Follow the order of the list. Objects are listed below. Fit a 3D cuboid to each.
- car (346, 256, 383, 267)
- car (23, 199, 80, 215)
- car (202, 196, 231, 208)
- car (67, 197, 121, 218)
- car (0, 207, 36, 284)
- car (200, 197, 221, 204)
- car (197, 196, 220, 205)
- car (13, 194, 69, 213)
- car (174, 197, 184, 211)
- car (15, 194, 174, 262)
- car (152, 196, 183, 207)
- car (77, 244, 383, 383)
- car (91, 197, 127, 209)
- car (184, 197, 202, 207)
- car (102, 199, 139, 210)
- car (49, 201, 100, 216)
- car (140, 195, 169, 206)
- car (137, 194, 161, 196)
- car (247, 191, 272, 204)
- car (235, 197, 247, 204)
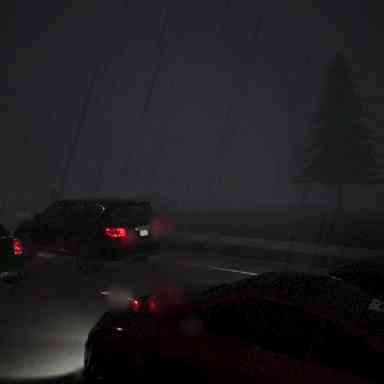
[{"bbox_3d":[4.671,1.478,4.956,5.008,1.535,1.882,0,0,35],"label":"car"},{"bbox_3d":[-14.933,1.547,35.679,2.033,1.411,5.357,0,0,36],"label":"car"},{"bbox_3d":[3.958,1.601,49.653,1.895,1.301,4.718,0,0,36],"label":"car"},{"bbox_3d":[-9.235,1.352,31.604,2.097,1.767,4.553,0,0,36],"label":"car"},{"bbox_3d":[-6.249,1.352,8.414,4.553,1.767,2.097,0,0,36],"label":"car"},{"bbox_3d":[3.735,1.601,67.013,1.895,1.301,4.718,0,0,37],"label":"car"},{"bbox_3d":[2.966,1.527,60.115,1.812,1.442,4.674,0,1,37],"label":"car"},{"bbox_3d":[-17.317,1.222,38.349,2.150,2.045,5.566,0,0,36],"label":"car"},{"bbox_3d":[-3.651,1.547,39.254,2.033,1.411,5.357,0,0,36],"label":"car"},{"bbox_3d":[-3.505,1.221,10.755,5.566,2.045,2.150,0,0,36],"label":"car"},{"bbox_3d":[-3.734,1.478,50.998,1.882,1.535,5.008,0,0,36],"label":"car"},{"bbox_3d":[0.802,1.564,3.417,4.181,1.385,1.994,0,0,35],"label":"car"},{"bbox_3d":[-11.465,1.505,46.353,1.837,1.490,4.892,0,0,36],"label":"car"},{"bbox_3d":[0.648,1.548,51.063,2.033,1.411,5.357,0,0,36],"label":"car"},{"bbox_3d":[-9.284,1.601,43.408,1.895,1.301,4.718,0,0,36],"label":"car"},{"bbox_3d":[-11.879,1.601,33.925,1.895,1.301,4.718,0,0,36],"label":"car"},{"bbox_3d":[-6.045,1.354,53.763,2.097,1.767,4.553,0,0,36],"label":"car"},{"bbox_3d":[-6.118,1.221,41.811,2.150,2.045,5.566,0,0,36],"label":"car"},{"bbox_3d":[13.008,0.879,61.880,2.150,2.045,5.566,0,0,36],"label":"car"},{"bbox_3d":[10.179,1.602,63.940,1.895,1.301,4.718,0,0,36],"label":"car"}]
